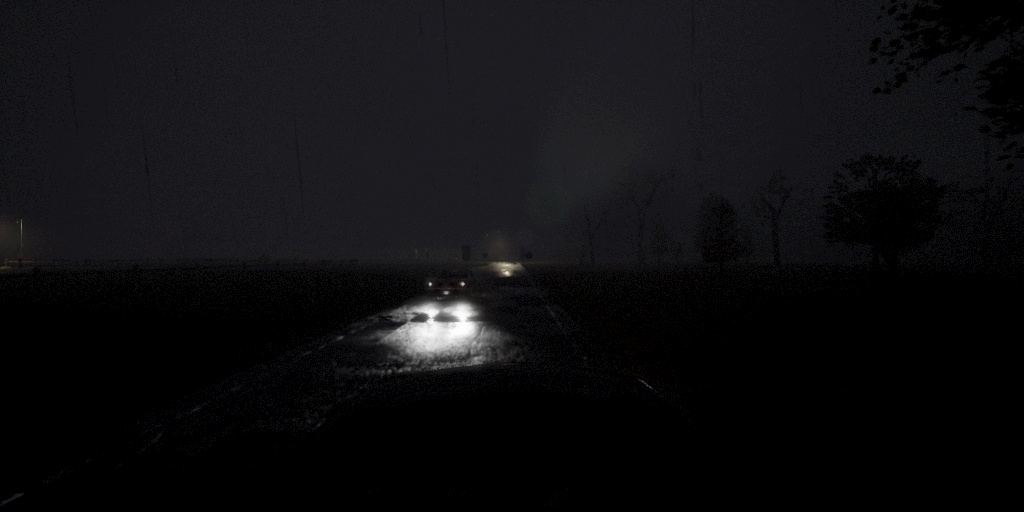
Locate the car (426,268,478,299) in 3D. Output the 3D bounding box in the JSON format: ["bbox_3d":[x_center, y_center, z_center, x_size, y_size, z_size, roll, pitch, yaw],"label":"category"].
[{"bbox_3d":[-2.848,1.291,17.788,1.895,1.301,4.718,0,0,0],"label":"car"}]
